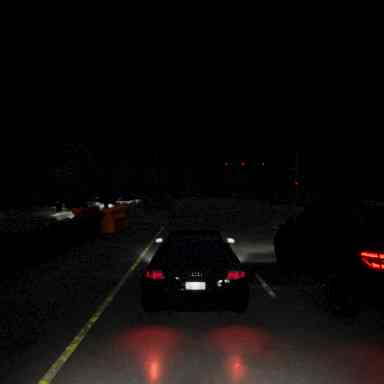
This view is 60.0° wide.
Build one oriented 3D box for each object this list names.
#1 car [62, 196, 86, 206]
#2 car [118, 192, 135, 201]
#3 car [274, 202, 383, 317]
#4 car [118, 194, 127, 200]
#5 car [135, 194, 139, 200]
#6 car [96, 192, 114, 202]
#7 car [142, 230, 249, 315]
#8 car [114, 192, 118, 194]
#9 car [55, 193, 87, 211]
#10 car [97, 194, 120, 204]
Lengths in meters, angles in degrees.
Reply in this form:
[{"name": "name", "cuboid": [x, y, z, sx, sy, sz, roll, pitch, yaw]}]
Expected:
[{"name": "car", "cuboid": [-17.834, 1.355, 50.468, 1.837, 1.490, 4.892, 0, 0, 0]}, {"name": "car", "cuboid": [-14.372, 1.249, 72.639, 1.837, 1.490, 4.892, 0, 0, 0]}, {"name": "car", "cuboid": [3.589, 1.221, 7.598, 2.150, 2.045, 5.566, 0, 0, -2]}, {"name": "car", "cuboid": [-18.352, 1.206, 87.738, 1.812, 1.442, 4.674, 0, 0, -7]}, {"name": "car", "cuboid": [-14.541, 1.221, 84.262, 1.812, 1.442, 4.674, 0, 0, -3]}, {"name": "car", "cuboid": [-17.840, 1.126, 67.194, 2.097, 1.767, 4.553, 0, 0, 0]}, {"name": "car", "cuboid": [0.067, 1.563, 7.668, 1.994, 1.385, 4.181, 0, 0, 0]}, {"name": "car", "cuboid": [-17.903, 0.952, 77.577, 2.150, 2.045, 5.566, 0, 0, 0]}, {"name": "car", "cuboid": [-14.276, 1.119, 39.688, 2.150, 2.045, 5.566, 0, 0, 0]}, {"name": "car", "cuboid": [-14.360, 1.418, 57.209, 1.895, 1.301, 4.718, 0, 0, 0]}]
